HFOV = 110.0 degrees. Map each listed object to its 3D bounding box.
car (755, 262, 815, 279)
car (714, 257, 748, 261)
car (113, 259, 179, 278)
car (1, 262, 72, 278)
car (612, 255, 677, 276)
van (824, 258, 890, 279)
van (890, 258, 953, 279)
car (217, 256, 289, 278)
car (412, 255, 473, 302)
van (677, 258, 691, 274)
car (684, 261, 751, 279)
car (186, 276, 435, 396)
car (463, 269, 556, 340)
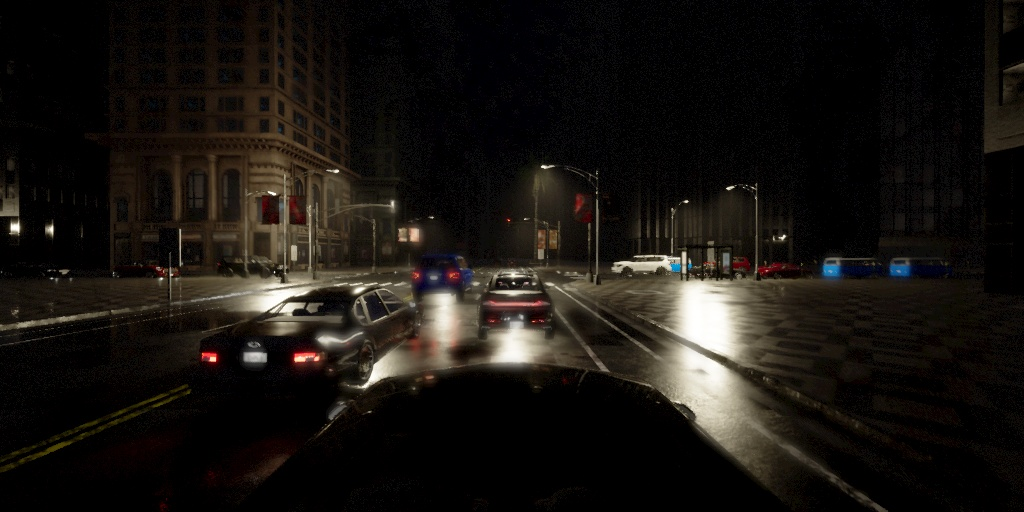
[{"bbox_3d":[22.739,1.326,29.854,4.207,1.307,1.802,0,0,0],"label":"car"},{"bbox_3d":[22.731,1.035,38.379,5.009,1.841,2.192,0,0,0],"label":"car"},{"bbox_3d":[-33.172,1.137,32.586,4.553,1.767,2.097,0,0,0],"label":"car"},{"bbox_3d":[-43.155,1.289,32.637,4.902,1.511,2.128,0,0,0],"label":"car"},{"bbox_3d":[12.880,0.955,35.717,5.566,2.045,2.150,0,0,0],"label":"car"},{"bbox_3d":[28.416,1.082,29.858,3.998,1.789,1.690,0,0,0],"label":"van"},{"bbox_3d":[34.093,1.079,29.862,3.998,1.789,1.690,0,0,0],"label":"van"},{"bbox_3d":[-23.454,0.996,32.536,5.566,2.045,2.150,0,0,0],"label":"car"},{"bbox_3d":[-3.156,0.972,17.166,2.150,2.045,5.566,0,0,0],"label":"car"},{"bbox_3d":[17.054,1.065,38.375,3.998,1.789,1.690,0,0,0],"label":"van"},{"bbox_3d":[17.061,1.299,29.850,4.403,1.370,2.007,0,0,0],"label":"car"},{"bbox_3d":[-3.149,1.297,6.925,2.033,1.411,5.357,0,0,0],"label":"car"},{"bbox_3d":[0.092,1.240,9.994,2.128,1.511,4.902,0,0,0],"label":"car"}]
